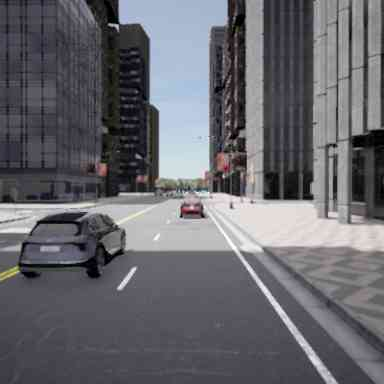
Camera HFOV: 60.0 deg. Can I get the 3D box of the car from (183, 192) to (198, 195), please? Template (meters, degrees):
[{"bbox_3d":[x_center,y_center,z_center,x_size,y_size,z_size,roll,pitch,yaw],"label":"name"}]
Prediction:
[{"bbox_3d":[0.284,1.140,43.387,1.812,1.442,4.674,0,0,6],"label":"car"}]

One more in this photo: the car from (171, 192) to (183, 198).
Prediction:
[{"bbox_3d":[-3.258,0.838,78.241,1.895,1.301,4.718,0,1,0],"label":"car"}]

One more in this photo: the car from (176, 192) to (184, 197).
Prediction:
[{"bbox_3d":[-3.259,0.699,90.281,1.895,1.301,4.718,0,1,0],"label":"car"}]

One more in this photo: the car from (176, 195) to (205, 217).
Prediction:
[{"bbox_3d":[0.004,1.255,28.343,2.163,1.488,4.792,0,0,0],"label":"car"}]

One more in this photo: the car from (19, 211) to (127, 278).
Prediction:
[{"bbox_3d":[-3.251,1.347,9.884,2.033,1.649,4.856,0,0,0],"label":"car"}]

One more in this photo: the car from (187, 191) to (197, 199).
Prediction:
[{"bbox_3d":[-0.008,0.599,78.178,2.097,1.767,4.553,0,1,0],"label":"car"}]
